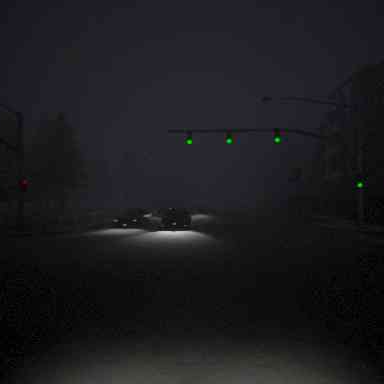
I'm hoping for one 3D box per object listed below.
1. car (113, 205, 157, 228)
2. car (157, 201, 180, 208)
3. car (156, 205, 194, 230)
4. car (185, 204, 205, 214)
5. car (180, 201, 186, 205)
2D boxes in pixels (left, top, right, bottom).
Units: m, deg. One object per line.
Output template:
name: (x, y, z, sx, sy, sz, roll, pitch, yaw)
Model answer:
car: (-4.484, 1.960, 26.104, 2.033, 1.411, 5.357, -1, -1, 6)
car: (-3.139, 1.924, 39.487, 2.097, 1.767, 4.553, -1, -1, 5)
car: (-1.081, 1.895, 23.548, 1.994, 1.385, 4.181, -1, -1, 2)
car: (0.662, 2.174, 43.408, 1.895, 1.301, 4.718, -1, -1, 6)
car: (-1.827, 2.236, 53.642, 2.128, 1.511, 4.902, -1, -1, 5)
